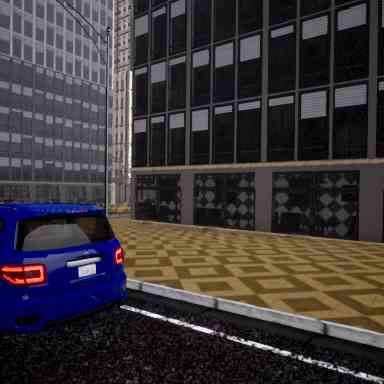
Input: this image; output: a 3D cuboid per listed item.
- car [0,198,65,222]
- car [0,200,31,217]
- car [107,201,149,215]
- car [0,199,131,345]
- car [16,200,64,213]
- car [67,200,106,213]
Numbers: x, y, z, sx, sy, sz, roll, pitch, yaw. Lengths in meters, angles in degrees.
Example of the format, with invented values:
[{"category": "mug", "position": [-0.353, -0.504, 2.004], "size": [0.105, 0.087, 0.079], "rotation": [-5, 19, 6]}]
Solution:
[{"category": "car", "position": [-14.148, 1.520, 29.528], "size": [2.192, 1.841, 5.009], "rotation": [1, 0, 36]}, {"category": "car", "position": [-18.847, 1.616, 32.904], "size": [1.837, 1.490, 4.892], "rotation": [1, 0, 36]}, {"category": "car", "position": [-7.351, 1.830, 38.740], "size": [1.752, 1.417, 4.829], "rotation": [1, 0, 36]}, {"category": "car", "position": [-3.701, 1.218, 6.322], "size": [5.566, 2.045, 2.150], "rotation": [0, 0, 35]}, {"category": "car", "position": [-17.646, 1.643, 38.903], "size": [1.752, 1.417, 4.829], "rotation": [1, 0, 36]}, {"category": "car", "position": [-12.935, 1.762, 40.924], "size": [1.994, 1.385, 4.181], "rotation": [1, 0, 36]}]
